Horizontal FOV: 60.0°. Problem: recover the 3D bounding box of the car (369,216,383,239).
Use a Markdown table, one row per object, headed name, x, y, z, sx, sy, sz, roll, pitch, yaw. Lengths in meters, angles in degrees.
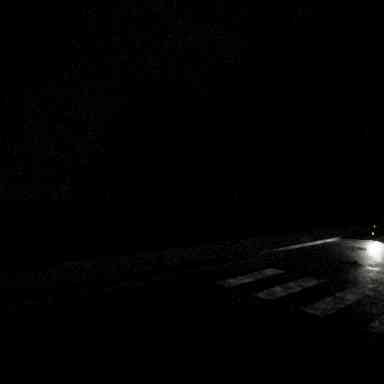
| name | x | y | z | sx | sy | sz | roll | pitch | yaw |
| --- | --- | --- | --- | --- | --- | --- | --- | --- | --- |
| car | 10.790 | 1.744 | 17.030 | 4.181 | 1.385 | 1.994 | 1 | 1 | -42 |
